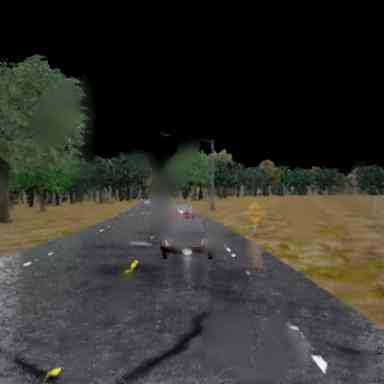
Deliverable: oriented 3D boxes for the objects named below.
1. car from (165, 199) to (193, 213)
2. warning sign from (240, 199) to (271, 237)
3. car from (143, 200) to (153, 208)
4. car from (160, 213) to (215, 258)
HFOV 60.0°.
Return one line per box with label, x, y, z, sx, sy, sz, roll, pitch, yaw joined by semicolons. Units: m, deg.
car;-1.009;1.683;28.569;2.097;1.767;4.553;0;-1;-4
warning sign;3.200;1.305;16.919;1.300;1.860;1.060;0;-1;-2
car;-8.575;2.358;64.571;1.812;1.442;4.674;0;-1;-7
car;-0.204;1.748;13.343;1.895;1.301;4.718;0;-1;-2
